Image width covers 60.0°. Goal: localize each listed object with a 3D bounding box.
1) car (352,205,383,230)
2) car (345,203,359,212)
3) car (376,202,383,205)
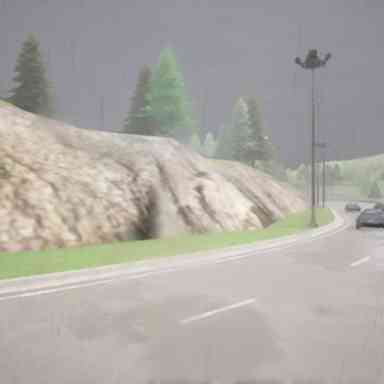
[{"bbox_3d":[12.882,1.906,23.690,1.994,1.385,4.181,0,-1,31],"label":"car"},{"bbox_3d":[24.469,2.287,50.679,1.994,1.385,4.181,0,-1,22],"label":"car"},{"bbox_3d":[26.354,2.154,45.910,2.128,1.511,4.902,0,-1,21],"label":"car"}]
